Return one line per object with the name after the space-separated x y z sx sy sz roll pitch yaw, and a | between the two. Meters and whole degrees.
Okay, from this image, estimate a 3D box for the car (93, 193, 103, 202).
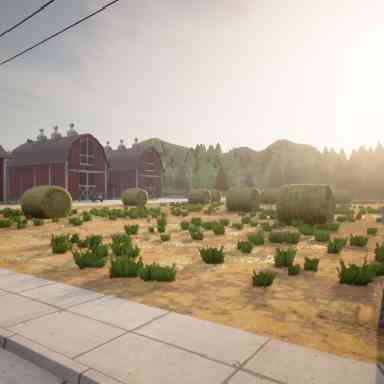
-19.651 1.118 69.803 1.905 1.878 3.866 6 1 -10 | car
